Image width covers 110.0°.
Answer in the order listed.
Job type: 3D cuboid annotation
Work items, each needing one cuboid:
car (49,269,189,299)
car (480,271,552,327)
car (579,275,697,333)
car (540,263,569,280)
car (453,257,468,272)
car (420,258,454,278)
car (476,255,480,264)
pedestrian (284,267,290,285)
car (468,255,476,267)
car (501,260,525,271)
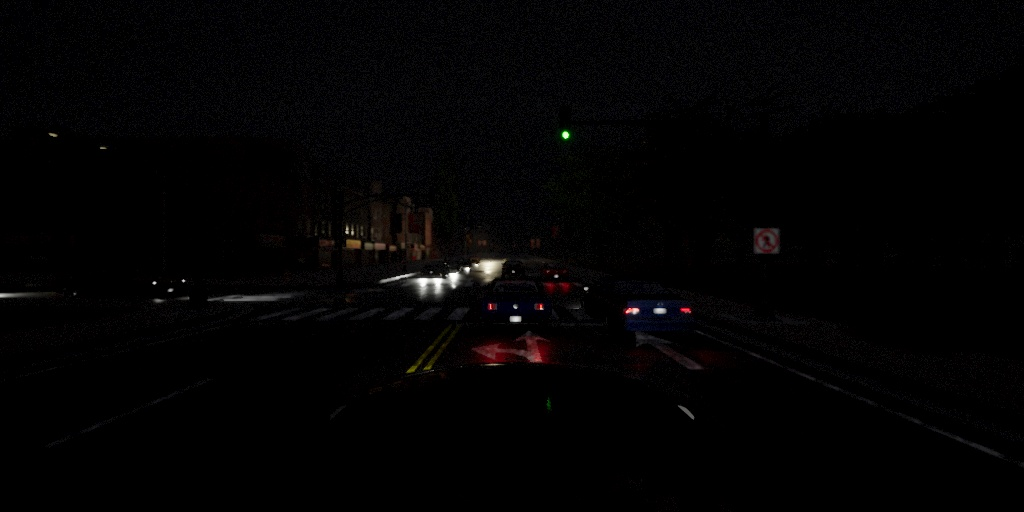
[{"bbox_3d":[-18.085,1.268,16.690,4.718,1.301,1.895,1,0,0],"label":"car"},{"bbox_3d":[0.101,1.329,11.492,1.895,1.301,4.718,0,0,0],"label":"car"},{"bbox_3d":[3.348,1.279,10.619,2.033,1.411,5.357,0,0,0],"label":"car"},{"bbox_3d":[3.353,1.187,29.278,1.895,1.301,4.718,0,1,0],"label":"car"},{"bbox_3d":[-6.590,0.921,40.271,2.128,1.511,4.902,0,1,0],"label":"car"},{"bbox_3d":[-6.597,1.125,31.307,1.994,1.385,4.181,0,1,0],"label":"car"},{"bbox_3d":[-6.525,0.552,61.150,1.882,1.535,5.008,0,1,1],"label":"car"},{"bbox_3d":[-14.129,1.224,22.540,0.500,1.100,0.500,0,-1,0],"label":"pedestrian"},{"bbox_3d":[-6.562,0.826,50.174,1.994,1.385,4.181,0,1,0],"label":"car"},{"bbox_3d":[0.112,1.045,30.798,1.882,1.535,5.008,0,1,0],"label":"car"}]
